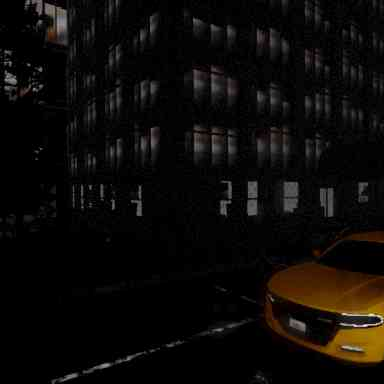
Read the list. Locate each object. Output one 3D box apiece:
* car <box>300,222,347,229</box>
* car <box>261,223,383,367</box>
[{"bbox_3d":[3.807,1.549,9.308,4.403,1.369,2.008,0,-1,-36],"label":"car"},{"bbox_3d":[3.417,1.476,5.835,5.008,1.535,1.882,0,0,-36],"label":"car"}]
